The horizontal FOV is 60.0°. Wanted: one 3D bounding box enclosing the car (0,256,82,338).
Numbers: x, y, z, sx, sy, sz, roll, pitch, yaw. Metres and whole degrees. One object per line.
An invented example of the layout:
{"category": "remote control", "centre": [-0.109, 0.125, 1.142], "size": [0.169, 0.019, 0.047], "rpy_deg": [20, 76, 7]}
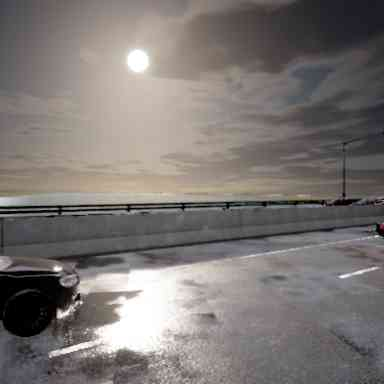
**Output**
{"category": "car", "centre": [-4.228, 1.503, 5.012], "size": [4.902, 1.511, 2.128], "rpy_deg": [0, 0, -36]}

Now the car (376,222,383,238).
{"category": "car", "centre": [10.751, 1.639, 15.697], "size": [4.718, 1.301, 1.895], "rpy_deg": [0, 0, -35]}

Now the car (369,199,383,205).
{"category": "car", "centre": [21.781, 1.612, 36.420], "size": [4.674, 1.442, 1.812], "rpy_deg": [0, 0, -35]}

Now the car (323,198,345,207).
{"category": "car", "centre": [18.964, 1.619, 42.976], "size": [4.892, 1.490, 1.837], "rpy_deg": [1, 0, -35]}

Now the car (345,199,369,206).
{"category": "car", "centre": [21.183, 1.600, 40.253], "size": [4.902, 1.511, 2.128], "rpy_deg": [0, 0, -35]}
